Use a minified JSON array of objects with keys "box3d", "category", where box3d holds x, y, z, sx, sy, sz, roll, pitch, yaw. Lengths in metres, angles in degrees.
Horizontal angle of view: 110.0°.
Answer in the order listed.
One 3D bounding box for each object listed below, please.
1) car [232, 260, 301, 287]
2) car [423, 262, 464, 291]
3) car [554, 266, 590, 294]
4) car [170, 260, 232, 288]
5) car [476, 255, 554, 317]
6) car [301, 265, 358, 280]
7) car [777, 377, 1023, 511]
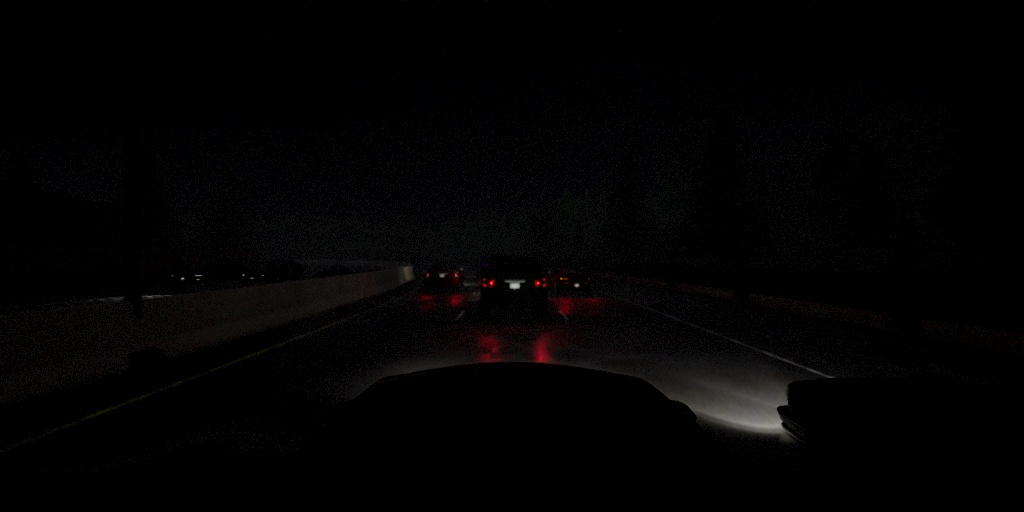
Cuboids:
[{"box3d":[-14.592,0.988,22.176,1.837,1.490,4.892,0,0,-6],"category":"car"},{"box3d":[-4.091,1.122,21.998,2.097,1.767,4.553,0,0,-6],"category":"car"},{"box3d":[3.103,1.295,20.461,1.812,1.442,4.674,0,0,-5],"category":"car"},{"box3d":[-18.070,0.987,21.781,1.837,1.490,4.892,0,0,-6],"category":"car"},{"box3d":[0.017,0.983,13.315,2.150,2.045,5.566,0,0,-1],"category":"car"},{"box3d":[-11.115,1.335,22.571,1.994,1.385,4.181,0,0,-6],"category":"car"},{"box3d":[3.600,1.297,1.121,2.033,1.411,5.357,0,0,0],"category":"car"}]
